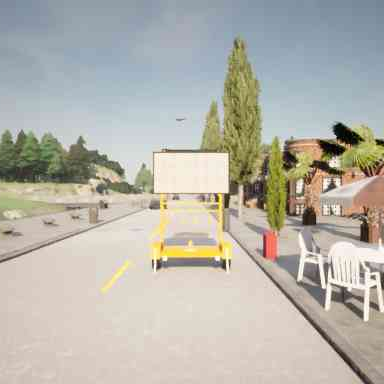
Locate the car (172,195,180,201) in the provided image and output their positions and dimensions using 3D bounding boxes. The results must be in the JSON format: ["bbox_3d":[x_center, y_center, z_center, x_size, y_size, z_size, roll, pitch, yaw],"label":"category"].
[{"bbox_3d":[-4.186,1.547,87.502,2.033,1.411,5.357,0,0,0],"label":"car"}]

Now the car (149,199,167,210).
[{"bbox_3d":[-4.189,1.564,41.677,1.994,1.385,4.181,0,0,0],"label":"car"}]

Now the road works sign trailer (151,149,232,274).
[{"bbox_3d":[-0.022,0.464,10.529,2.380,3.560,2.880,0,0,0],"label":"road works sign trailer"}]
